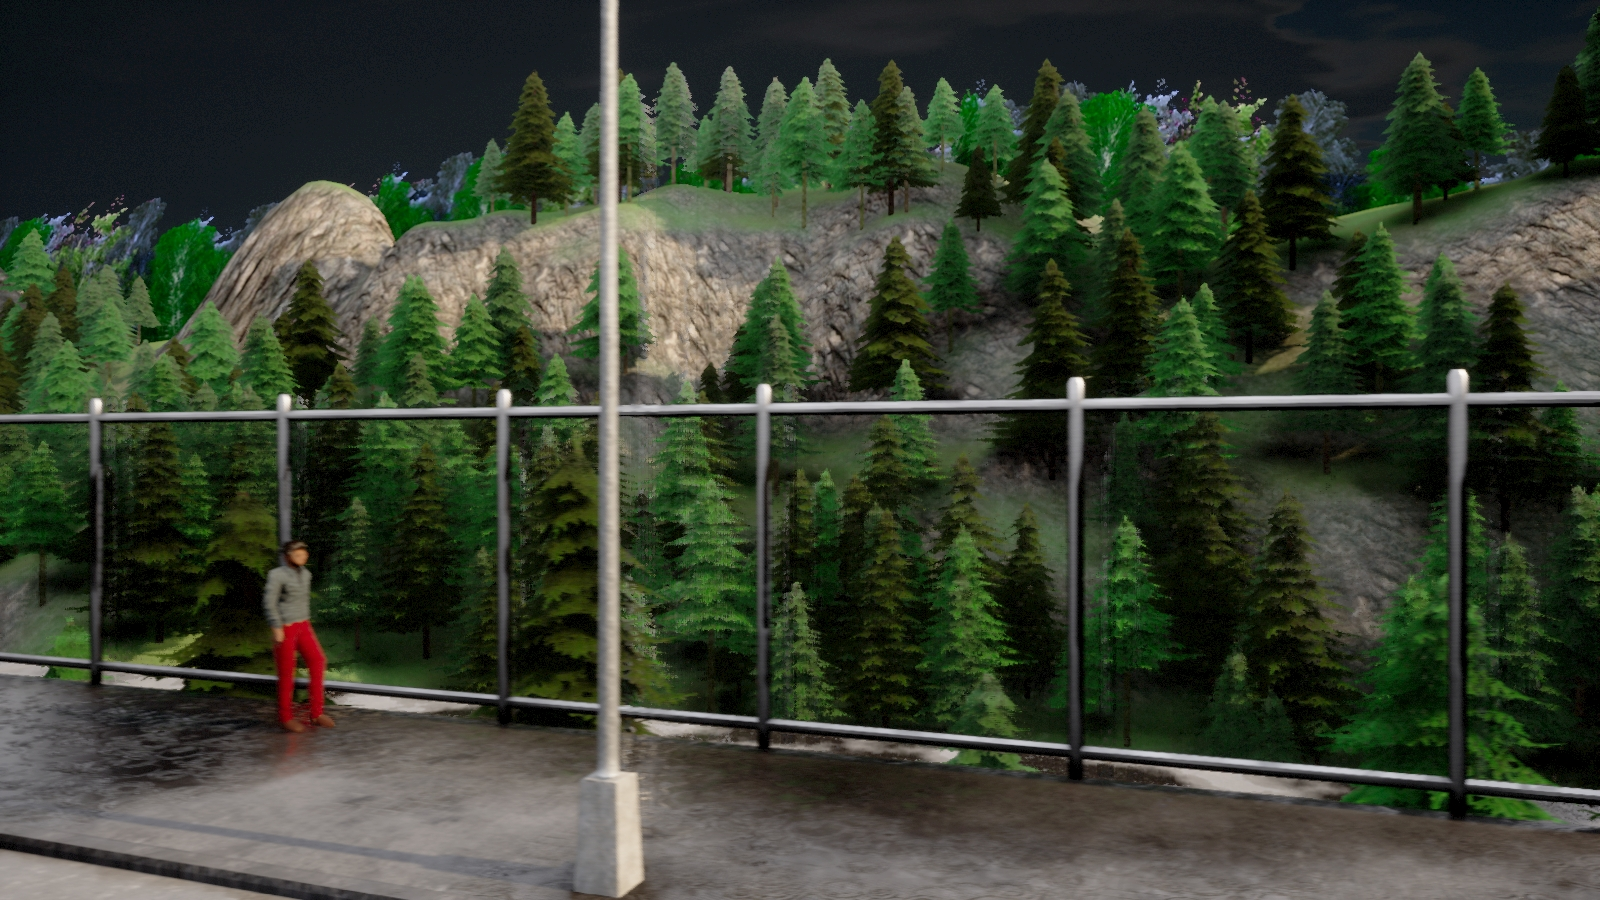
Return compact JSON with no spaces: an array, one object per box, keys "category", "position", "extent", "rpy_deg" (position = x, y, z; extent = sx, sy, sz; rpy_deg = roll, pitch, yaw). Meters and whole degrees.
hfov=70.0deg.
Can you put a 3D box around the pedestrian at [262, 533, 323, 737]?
[{"category":"pedestrian","position":[-4.838,1.745,10.902],"extent":[0.375,1.860,0.375],"rpy_deg":[0,0,23]}]
